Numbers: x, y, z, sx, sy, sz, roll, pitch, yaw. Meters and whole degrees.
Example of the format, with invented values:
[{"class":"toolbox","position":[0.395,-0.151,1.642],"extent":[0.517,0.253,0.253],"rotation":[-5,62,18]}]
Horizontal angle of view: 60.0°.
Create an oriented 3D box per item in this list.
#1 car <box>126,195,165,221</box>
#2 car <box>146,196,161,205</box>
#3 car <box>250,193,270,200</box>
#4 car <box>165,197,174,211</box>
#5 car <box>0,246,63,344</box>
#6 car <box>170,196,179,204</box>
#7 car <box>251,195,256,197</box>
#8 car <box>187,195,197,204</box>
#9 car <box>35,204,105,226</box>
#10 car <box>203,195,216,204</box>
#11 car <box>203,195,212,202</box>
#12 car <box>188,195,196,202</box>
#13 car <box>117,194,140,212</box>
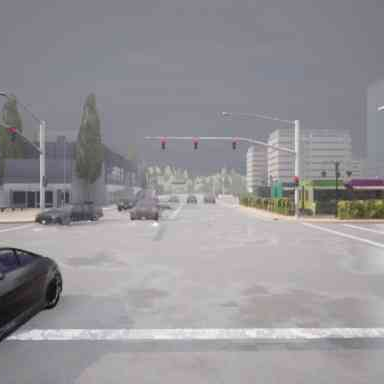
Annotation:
[{"class":"car","position":[-3.607,1.341,26.731],"extent":[2.097,1.767,4.553],"rotation":[0,0,0]},{"class":"car","position":[-7.076,1.469,61.181],"extent":[2.128,1.511,4.902],"rotation":[0,0,0]},{"class":"car","position":[17.750,1.119,86.834],"extent":[4.605,1.855,1.932],"rotation":[0,0,-2]},{"class":"car","position":[-3.610,1.584,41.604],"extent":[1.895,1.301,4.718],"rotation":[0,0,0]},{"class":"car","position":[-3.602,1.562,5.044],"extent":[1.994,1.385,4.181],"rotation":[0,0,0]},{"class":"car","position":[-3.542,1.481,65.281],"extent":[1.837,1.490,4.892],"rotation":[0,-1,0]},{"class":"car","position":[17.770,1.123,83.939],"extent":[3.866,1.878,1.905],"rotation":[0,0,-2]},{"class":"car","position":[-0.014,1.466,63.662],"extent":[2.128,1.511,4.902],"rotation":[0,0,0]},{"class":"car","position":[-8.452,1.538,23.662],"extent":[2.033,1.411,5.357],"rotation":[0,0,22]},{"class":"car","position":[3.486,1.466,63.663],"extent":[2.128,1.511,4.902],"rotation":[0,0,0]},{"class":"car","position":[3.484,1.368,73.938],"extent":[1.812,1.442,4.674],"rotation":[0,0,0]},{"class":"car","position":[-0.016,1.343,73.935],"extent":[1.837,1.490,4.892],"rotation":[0,0,0]},{"class":"car","position":[-7.109,1.207,38.689],"extent":[2.150,2.045,5.566],"rotation":[0,0,0]}]
